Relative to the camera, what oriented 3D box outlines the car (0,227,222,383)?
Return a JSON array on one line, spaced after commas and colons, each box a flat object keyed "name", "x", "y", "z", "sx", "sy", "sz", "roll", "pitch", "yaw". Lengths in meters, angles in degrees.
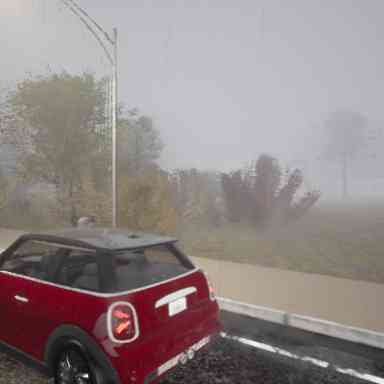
[{"name": "car", "x": -1.892, "y": 1.335, "z": 5.089, "sx": 4.553, "sy": 1.767, "sz": 2.097, "roll": 0, "pitch": 0, "yaw": 36}]
